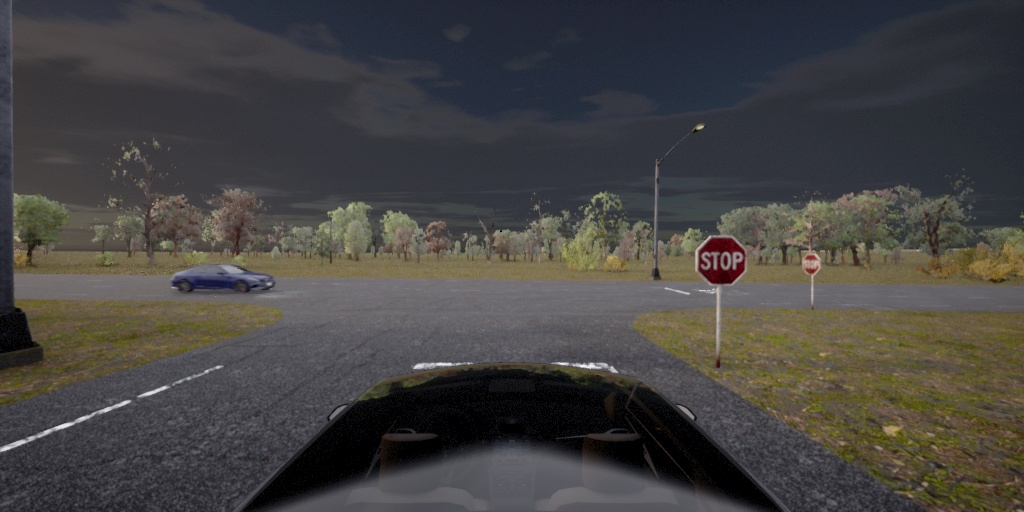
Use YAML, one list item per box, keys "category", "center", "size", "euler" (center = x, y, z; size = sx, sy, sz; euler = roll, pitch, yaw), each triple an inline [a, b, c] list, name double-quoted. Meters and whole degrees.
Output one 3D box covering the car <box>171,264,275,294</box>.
- category: "car"
  center: [-14.907, 1.154, 18.584]
  size: [4.674, 1.442, 1.812]
  euler: [1, 1, 0]
